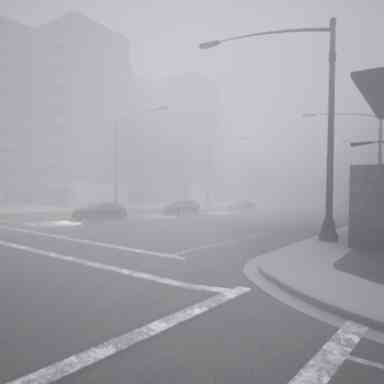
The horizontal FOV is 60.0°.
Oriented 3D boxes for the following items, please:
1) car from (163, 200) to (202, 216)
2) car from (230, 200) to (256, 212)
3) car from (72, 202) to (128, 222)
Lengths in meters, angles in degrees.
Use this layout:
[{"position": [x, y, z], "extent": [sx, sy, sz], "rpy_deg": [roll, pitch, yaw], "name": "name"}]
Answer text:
[{"position": [-0.883, 1.547, 33.297], "extent": [1.837, 1.490, 4.892], "rpy_deg": [1, 0, 35], "name": "car"}, {"position": [6.805, 1.825, 44.240], "extent": [2.128, 1.511, 4.902], "rpy_deg": [1, 0, 36], "name": "car"}, {"position": [-6.791, 1.440, 24.865], "extent": [1.994, 1.385, 4.181], "rpy_deg": [1, 0, 35], "name": "car"}]
